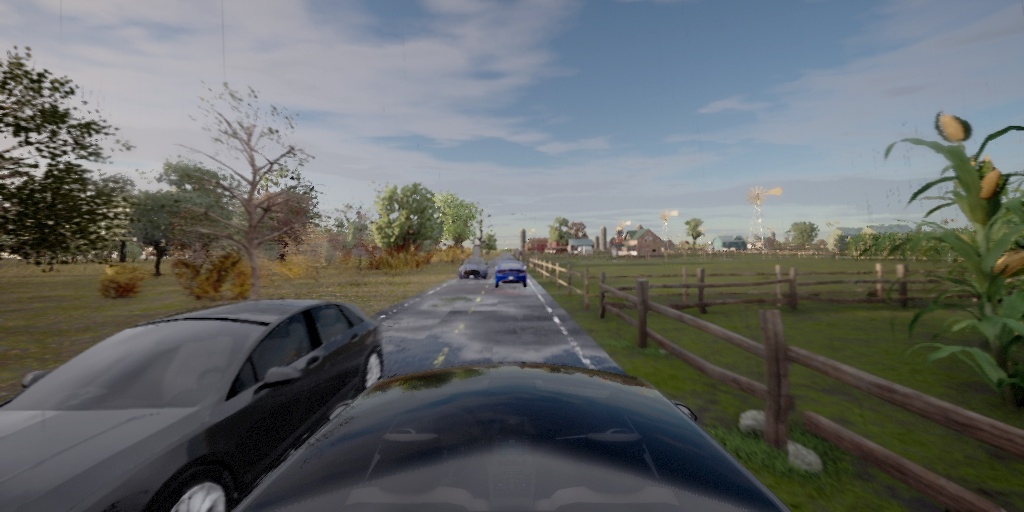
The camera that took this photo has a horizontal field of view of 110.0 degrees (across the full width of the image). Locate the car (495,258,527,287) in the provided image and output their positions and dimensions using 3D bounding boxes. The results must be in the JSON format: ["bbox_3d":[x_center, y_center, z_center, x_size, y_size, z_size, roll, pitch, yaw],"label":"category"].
[{"bbox_3d":[-0.067,1.051,22.793,1.882,1.535,5.008,-1,1,0],"label":"car"}]

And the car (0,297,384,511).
[{"bbox_3d":[-2.832,1.273,3.598,1.837,1.490,4.892,-1,1,-1],"label":"car"}]

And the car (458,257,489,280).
[{"bbox_3d":[-2.958,0.910,28.359,2.097,1.767,4.553,-1,1,-1],"label":"car"}]
